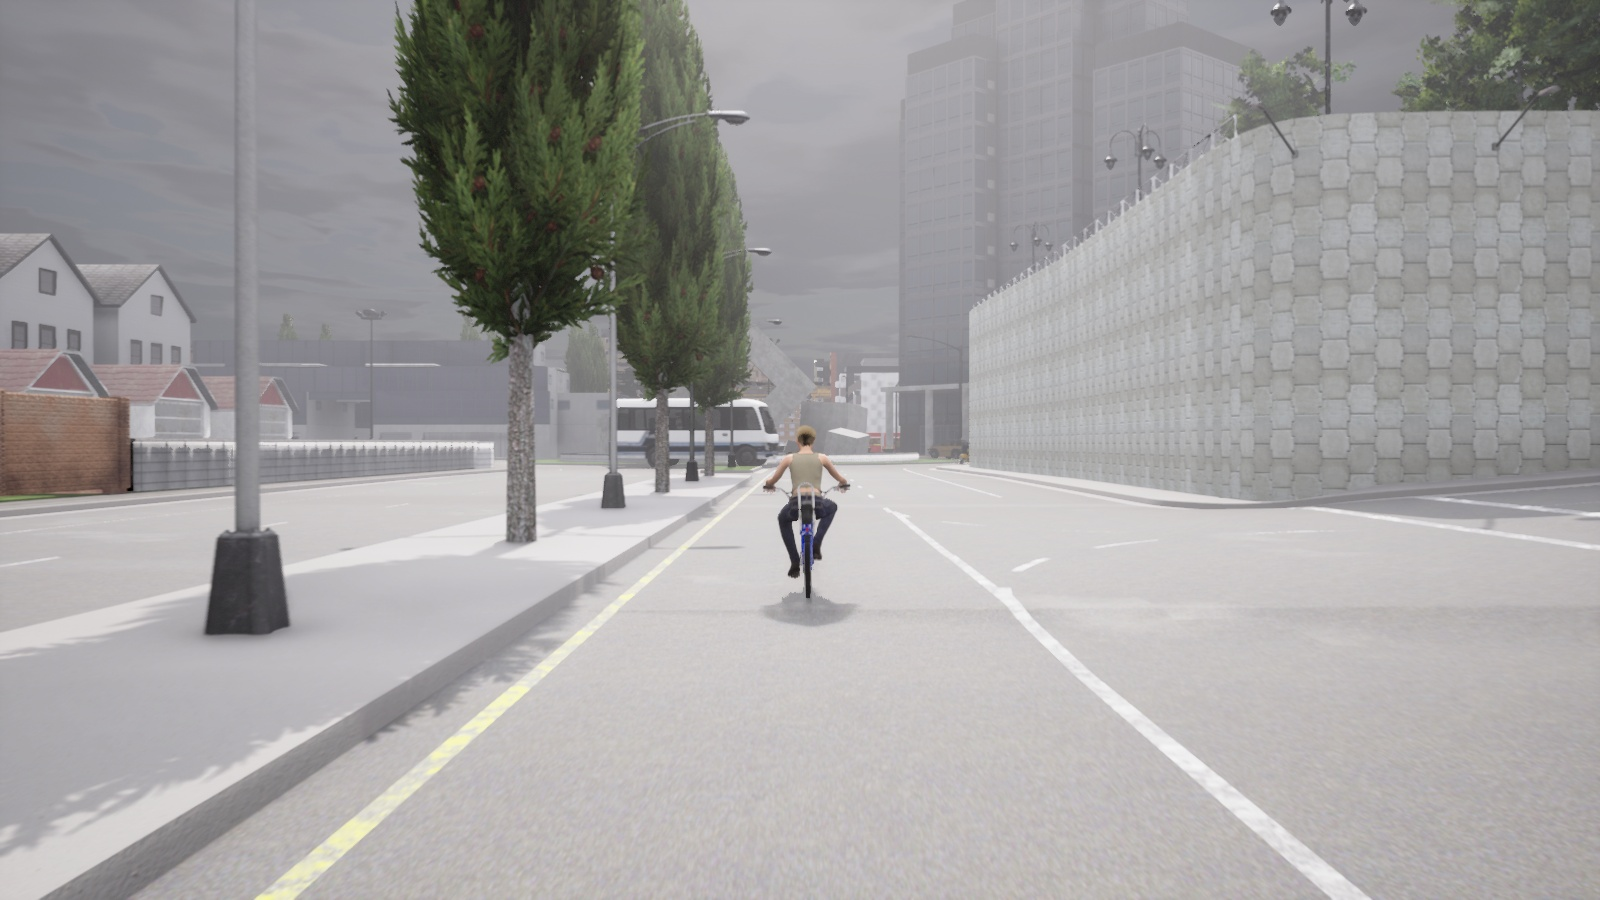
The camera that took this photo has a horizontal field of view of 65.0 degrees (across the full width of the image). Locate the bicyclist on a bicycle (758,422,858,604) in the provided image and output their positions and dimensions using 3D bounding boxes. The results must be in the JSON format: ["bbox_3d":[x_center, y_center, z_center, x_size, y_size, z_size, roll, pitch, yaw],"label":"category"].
[{"bbox_3d":[0.079,0.568,12.002,0.866,1.612,1.509,-1,0,0],"label":"bicyclist on a bicycle"}]

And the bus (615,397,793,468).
[{"bbox_3d":[-5.829,-1.071,77.344,10.273,4.253,3.944,0,1,11],"label":"bus"}]
